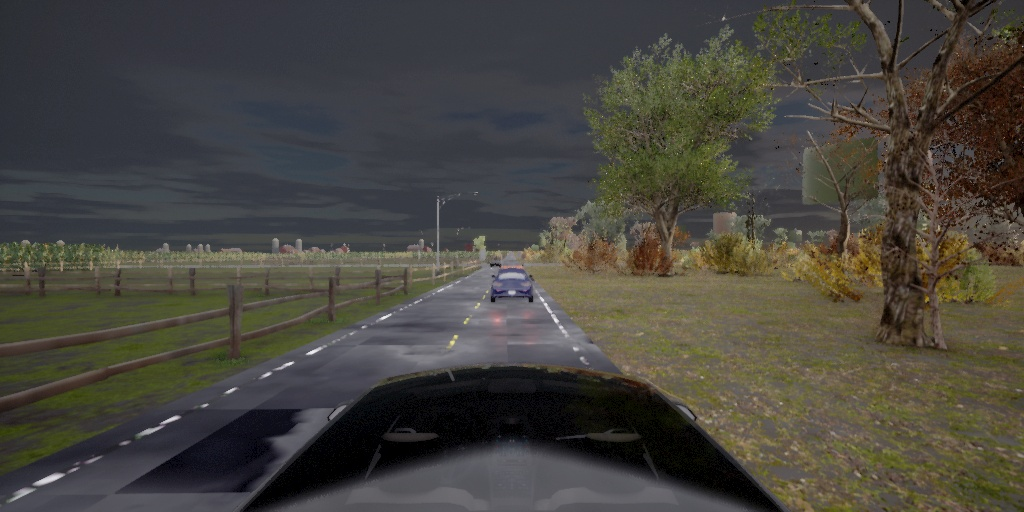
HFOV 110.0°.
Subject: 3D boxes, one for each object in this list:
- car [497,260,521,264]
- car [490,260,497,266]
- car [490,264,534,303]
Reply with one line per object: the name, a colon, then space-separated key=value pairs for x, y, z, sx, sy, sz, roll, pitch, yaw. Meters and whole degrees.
car: x=0.000 y=1.106 z=31.469 sx=2.097 sy=1.767 sz=4.553 roll=0 pitch=0 yaw=0
car: x=-2.750 y=1.346 z=60.469 sx=1.895 sy=1.301 sz=4.718 roll=0 pitch=0 yaw=0
car: x=0.000 y=1.279 z=16.500 sx=1.812 sy=1.442 sz=4.674 roll=0 pitch=0 yaw=0
